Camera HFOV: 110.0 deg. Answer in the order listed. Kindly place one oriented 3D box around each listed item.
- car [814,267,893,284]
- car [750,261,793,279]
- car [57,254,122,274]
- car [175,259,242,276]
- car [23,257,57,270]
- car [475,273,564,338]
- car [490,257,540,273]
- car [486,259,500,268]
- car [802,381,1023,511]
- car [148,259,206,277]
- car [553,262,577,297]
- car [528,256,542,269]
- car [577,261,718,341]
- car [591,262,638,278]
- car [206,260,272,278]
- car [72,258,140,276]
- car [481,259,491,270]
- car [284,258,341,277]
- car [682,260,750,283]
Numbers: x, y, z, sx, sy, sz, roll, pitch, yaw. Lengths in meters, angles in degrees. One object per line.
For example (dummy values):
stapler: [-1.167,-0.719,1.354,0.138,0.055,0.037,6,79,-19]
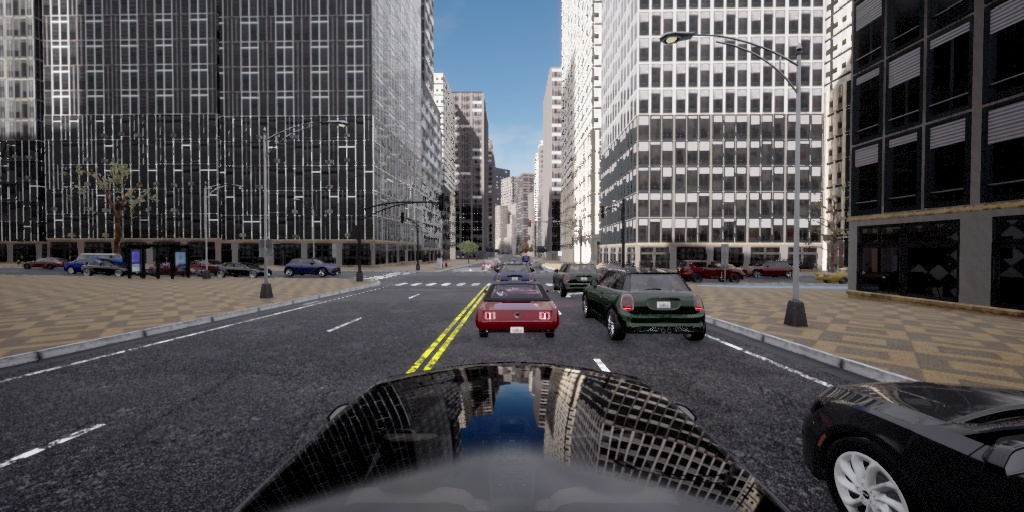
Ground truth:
car: [27.700,1.579,29.410,4.829,1.417,1.751,0,0,1]
car: [24.919,1.288,35.238,4.553,1.767,2.097,0,1,1]
car: [-38.421,0.899,33.311,5.008,1.535,1.882,1,1,2]
car: [-27.948,1.042,33.075,4.674,1.442,1.812,1,1,2]
car: [-50.889,0.794,39.391,4.207,1.307,1.802,0,0,1]
car: [0.115,1.347,10.142,1.895,1.301,4.718,0,0,0]
car: [0.136,1.092,19.136,2.097,1.767,4.553,0,0,0]
car: [-3.197,1.251,60.299,2.033,1.411,5.357,0,0,0]
car: [3.342,1.255,0.990,1.837,1.490,4.892,0,0,0]
car: [-28.355,1.139,30.391,4.207,1.307,1.802,0,0,1]
car: [3.385,1.093,18.983,2.097,1.767,4.553,0,0,0]
car: [3.448,1.203,53.897,2.128,1.511,4.902,0,0,0]
car: [3.359,1.098,10.045,2.097,1.767,4.553,0,0,0]
car: [10.177,1.366,35.830,4.181,1.385,1.994,1,1,6]
car: [-22.671,1.174,30.246,4.313,1.339,1.948,0,0,1]
car: [-34.035,1.070,30.577,4.313,1.339,1.948,0,0,1]
car: [-3.224,1.241,50.612,1.812,1.442,4.674,0,0,0]
car: [-18.167,0.958,32.815,4.553,1.767,2.097,1,1,2]
car: [16.253,1.269,29.632,5.009,1.841,2.192,0,0,1]
